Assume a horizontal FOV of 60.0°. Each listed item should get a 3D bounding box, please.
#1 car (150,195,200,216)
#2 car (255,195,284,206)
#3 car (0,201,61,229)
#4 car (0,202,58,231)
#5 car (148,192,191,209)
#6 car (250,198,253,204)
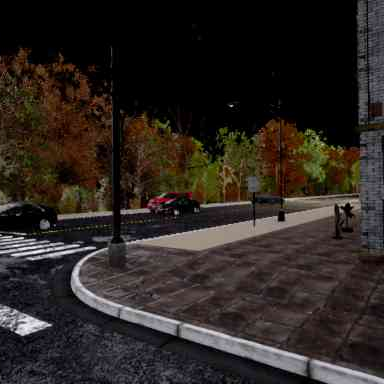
[{"bbox_3d":[-1.157,1.274,29.448,1.837,1.490,4.892,-1,0,36],"label":"car"},{"bbox_3d":[11.008,1.106,45.902,2.033,1.411,5.357,-1,0,37],"label":"car"},{"bbox_3d":[-11.236,1.433,21.235,2.128,1.511,4.902,-1,0,36],"label":"car"},{"bbox_3d":[-9.702,1.421,17.832,1.837,1.490,4.892,-1,0,36],"label":"car"},{"bbox_3d":[-2.024,1.004,33.739,2.150,2.045,5.566,-1,0,36],"label":"car"},{"bbox_3d":[10.853,1.107,51.104,2.033,1.411,5.357,-1,0,37],"label":"car"}]
